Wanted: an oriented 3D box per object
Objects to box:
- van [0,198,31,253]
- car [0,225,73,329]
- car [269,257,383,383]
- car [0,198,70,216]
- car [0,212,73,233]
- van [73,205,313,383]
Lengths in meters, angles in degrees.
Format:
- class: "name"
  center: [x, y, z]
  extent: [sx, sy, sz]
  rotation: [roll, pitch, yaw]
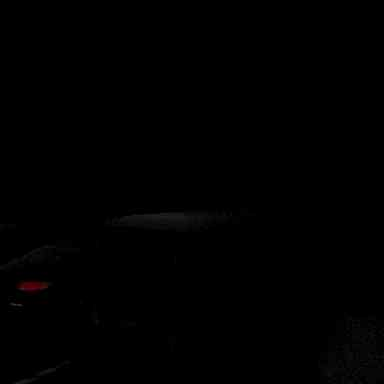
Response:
- class: "van"
  center: [-8.446, 1.263, 11.929]
  extent: [1.878, 1.987, 4.442]
  rotation: [0, 0, 36]
- class: "car"
  center: [-1.646, 1.523, 6.933]
  extent: [2.002, 1.452, 4.674]
  rotation: [0, 0, 35]
- class: "car"
  center: [2.765, 1.520, 3.793]
  extent: [2.002, 1.452, 4.674]
  rotation: [0, 0, 36]
- class: "car"
  center: [-6.274, 1.235, 10.202]
  extent: [2.435, 2.045, 5.566]
  rotation: [0, 0, 36]
- class: "car"
  center: [-3.904, 1.485, 8.540]
  extent: [2.097, 1.535, 5.008]
  rotation: [0, 0, 36]
- class: "van"
  center: [0.575, 1.256, 5.494]
  extent: [1.878, 1.987, 4.442]
  rotation: [0, 0, 36]
